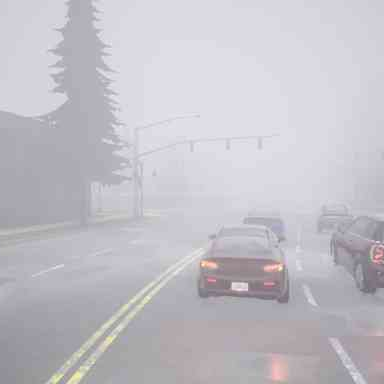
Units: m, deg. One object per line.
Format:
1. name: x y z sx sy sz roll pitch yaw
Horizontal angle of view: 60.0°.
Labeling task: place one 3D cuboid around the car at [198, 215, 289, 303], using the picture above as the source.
1. car: 1.323 1.526 8.200 1.812 1.442 4.674 0 0 12

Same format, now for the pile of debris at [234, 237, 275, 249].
1. pile of debris: 2.728 2.175 14.287 1.500 0.140 1.860 0 0 18

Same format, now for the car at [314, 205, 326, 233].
1. car: 8.144 1.491 19.104 2.128 1.511 4.902 0 0 20

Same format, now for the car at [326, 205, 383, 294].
1. car: 5.083 1.352 8.705 2.097 1.767 4.553 0 0 13

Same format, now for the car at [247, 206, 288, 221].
1. car: 3.827 1.478 17.116 1.882 1.535 5.008 0 0 18
